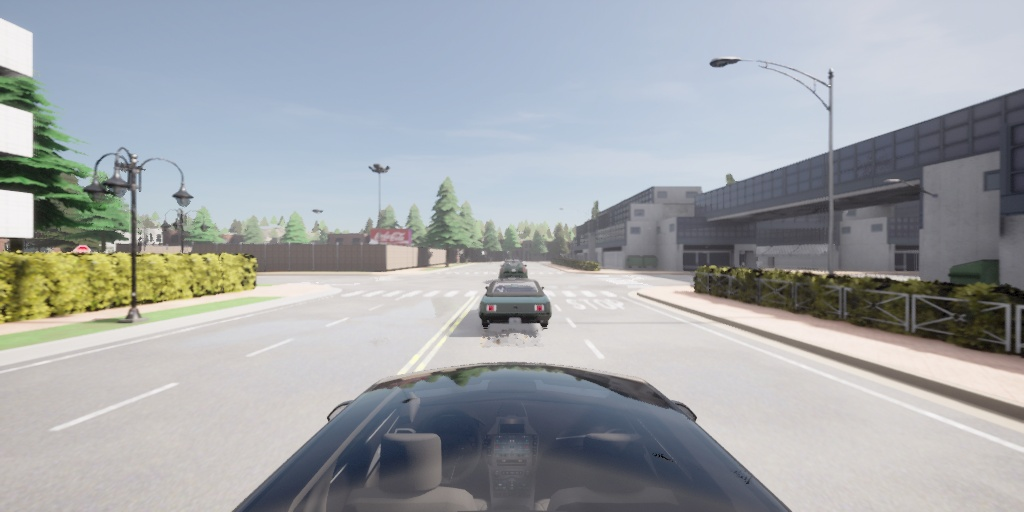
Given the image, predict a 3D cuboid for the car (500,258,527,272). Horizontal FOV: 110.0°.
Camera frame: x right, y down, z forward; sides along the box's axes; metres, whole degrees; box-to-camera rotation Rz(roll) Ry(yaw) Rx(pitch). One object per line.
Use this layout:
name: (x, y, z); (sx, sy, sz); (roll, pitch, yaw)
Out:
car: (0.121, 1.064, 28.322); (2.097, 1.767, 4.553); (0, 0, 0)

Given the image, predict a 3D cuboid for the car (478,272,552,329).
car: (0.090, 1.338, 11.238); (1.895, 1.301, 4.718); (0, 0, 0)
